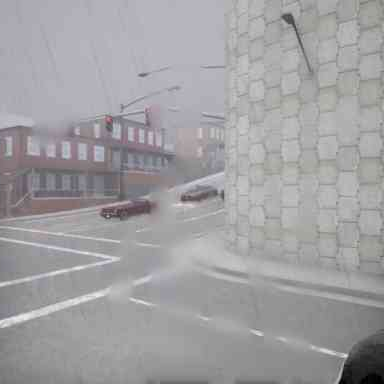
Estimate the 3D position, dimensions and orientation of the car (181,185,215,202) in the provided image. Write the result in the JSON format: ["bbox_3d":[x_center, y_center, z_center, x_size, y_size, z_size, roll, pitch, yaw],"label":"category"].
[{"bbox_3d":[0.690,0.078,32.099,1.994,1.385,4.181,0,9,36],"label":"car"}]

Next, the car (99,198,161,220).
[{"bbox_3d":[-4.542,1.187,24.715,1.895,1.301,4.718,0,5,35],"label":"car"}]

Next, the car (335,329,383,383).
[{"bbox_3d":[3.327,1.492,1.591,4.902,1.511,2.128,0,0,36],"label":"car"}]

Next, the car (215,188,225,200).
[{"bbox_3d":[4.442,-0.177,31.008,1.837,1.490,4.892,0,10,35],"label":"car"}]
